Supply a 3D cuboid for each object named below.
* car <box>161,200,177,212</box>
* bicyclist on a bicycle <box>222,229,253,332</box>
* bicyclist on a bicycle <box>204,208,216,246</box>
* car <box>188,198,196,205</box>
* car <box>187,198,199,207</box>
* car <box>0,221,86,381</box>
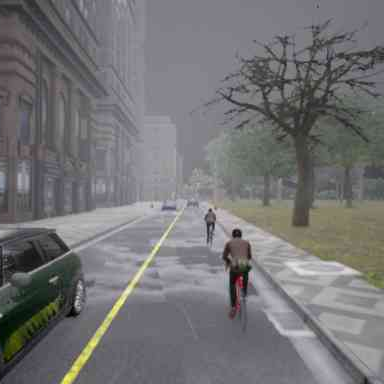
[{"bbox_3d":[-3.051,1.843,44.978,1.882,1.535,5.008,0,-1,0],"label":"car"},{"bbox_3d":[0.831,1.498,5.976,0.582,1.620,1.656,0,-1,0],"label":"bicyclist on a bicycle"},{"bbox_3d":[0.839,1.565,14.974,0.582,1.620,1.656,0,-1,0],"label":"bicyclist on a bicycle"},{"bbox_3d":[0.076,2.197,75.634,1.812,1.442,4.674,0,-1,0],"label":"car"},{"bbox_3d":[0.160,1.875,61.809,2.097,1.767,4.553,0,-1,0],"label":"car"},{"bbox_3d":[-3.096,1.386,4.534,2.097,1.767,4.553,0,0,0],"label":"car"}]
